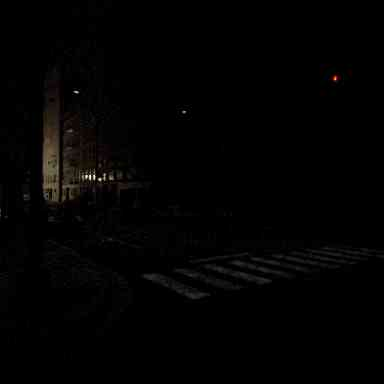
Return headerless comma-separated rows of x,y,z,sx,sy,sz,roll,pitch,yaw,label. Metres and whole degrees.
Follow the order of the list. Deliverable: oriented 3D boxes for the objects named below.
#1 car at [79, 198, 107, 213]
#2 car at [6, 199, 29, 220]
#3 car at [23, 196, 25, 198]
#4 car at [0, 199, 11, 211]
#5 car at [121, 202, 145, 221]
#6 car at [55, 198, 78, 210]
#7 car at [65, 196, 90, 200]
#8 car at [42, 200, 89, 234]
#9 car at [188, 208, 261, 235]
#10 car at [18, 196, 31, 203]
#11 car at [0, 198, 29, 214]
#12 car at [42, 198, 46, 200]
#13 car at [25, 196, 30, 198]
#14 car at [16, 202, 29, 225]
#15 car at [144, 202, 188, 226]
-10.912,1.666,37.207,1.802,1.307,4.206,1,0,-36,car
-14.174,1.547,28.026,2.008,1.369,4.403,1,0,-36,car
-33.656,1.610,68.640,1.752,1.417,4.829,1,0,-36,car
-23.880,1.576,41.440,1.802,1.307,4.206,1,0,-36,car
-4.441,1.526,28.265,1.967,1.590,4.097,1,0,-36,car
-17.484,1.608,46.282,1.752,1.417,4.829,1,0,-36,car
-14.145,1.398,41.679,2.192,1.841,5.009,1,0,-36,car
-7.703,1.438,19.084,1.967,1.590,4.097,1,0,-36,car
2.027,1.638,19.323,2.008,1.369,4.403,1,0,-36,car
-36.791,1.632,72.972,1.887,1.381,4.507,1,0,-36,car
-17.409,1.547,32.497,2.008,1.369,4.403,1,0,-36,car
-27.086,1.663,59.560,1.802,1.307,4.206,1,0,-36,car
-30.321,1.664,64.031,1.802,1.307,4.206,1,0,-36,car
-10.939,1.579,23.555,1.802,1.307,4.206,1,0,-36,car
-1.307,1.612,23.932,1.752,1.417,4.829,1,0,-36,car
